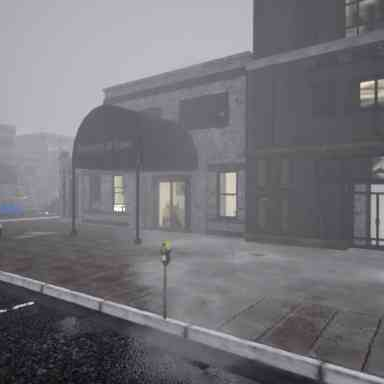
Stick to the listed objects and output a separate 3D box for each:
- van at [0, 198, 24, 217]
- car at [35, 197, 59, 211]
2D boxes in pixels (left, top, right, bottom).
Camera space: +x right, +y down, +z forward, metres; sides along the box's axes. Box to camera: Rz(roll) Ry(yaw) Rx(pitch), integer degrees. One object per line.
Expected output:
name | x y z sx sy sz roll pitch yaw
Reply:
van | -17.311 1.415 29.835 1.690 1.788 3.998 0 0 35
car | -16.423 1.413 41.209 2.097 1.767 4.553 0 0 35
